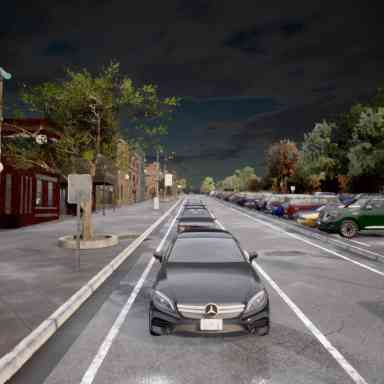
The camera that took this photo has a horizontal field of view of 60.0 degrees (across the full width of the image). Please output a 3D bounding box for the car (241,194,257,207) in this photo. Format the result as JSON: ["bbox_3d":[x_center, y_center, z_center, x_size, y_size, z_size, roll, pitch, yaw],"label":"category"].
[{"bbox_3d":[9.135,1.408,42.247,4.892,1.521,2.231,0,0,0],"label":"car"}]

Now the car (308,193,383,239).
[{"bbox_3d":[9.263,1.221,17.011,5.566,2.045,2.435,0,0,0],"label":"car"}]

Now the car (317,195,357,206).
[{"bbox_3d":[22.337,1.332,51.280,5.366,1.575,1.946,0,1,0],"label":"car"}]

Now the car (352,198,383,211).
[{"bbox_3d":[22.251,1.451,40.177,4.792,1.488,2.163,0,0,0],"label":"car"}]

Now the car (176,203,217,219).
[{"bbox_3d":[0.205,1.532,17.391,2.033,1.411,5.357,0,0,0],"label":"car"}]

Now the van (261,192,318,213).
[{"bbox_3d":[9.084,1.230,31.031,4.442,1.987,1.878,0,0,0],"label":"van"}]

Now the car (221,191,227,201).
[{"bbox_3d":[8.956,0.963,64.673,5.566,2.045,2.435,0,1,0],"label":"car"}]

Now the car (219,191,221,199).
[{"bbox_3d":[8.938,0.938,67.476,5.566,2.045,2.435,0,1,0],"label":"car"}]

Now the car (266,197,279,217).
[{"bbox_3d":[9.214,1.460,28.225,5.008,1.535,2.097,0,0,0],"label":"car"}]

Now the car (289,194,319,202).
[{"bbox_3d":[21.876,1.209,65.156,5.366,1.575,1.946,0,0,0],"label":"car"}]

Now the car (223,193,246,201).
[{"bbox_3d":[8.917,1.039,70.280,4.553,1.767,2.185,0,1,0],"label":"car"}]

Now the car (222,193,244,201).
[{"bbox_3d":[8.899,1.014,73.083,4.553,1.767,2.185,0,1,0],"label":"car"}]

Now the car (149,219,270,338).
[{"bbox_3d":[0.257,1.524,6.812,1.812,1.442,4.674,0,0,0],"label":"car"}]

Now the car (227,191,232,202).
[{"bbox_3d":[9.052,1.139,59.068,4.553,1.767,2.185,0,1,0],"label":"car"}]

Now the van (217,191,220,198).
[{"bbox_3d":[8.778,0.864,78.688,4.442,1.987,1.878,0,1,0],"label":"van"}]

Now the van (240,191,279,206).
[{"bbox_3d":[9.227,1.163,45.054,4.442,1.987,1.878,0,0,0],"label":"van"}]

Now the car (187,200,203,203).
[{"bbox_3d":[0.239,1.442,29.838,2.128,1.511,4.902,0,0,0],"label":"car"}]

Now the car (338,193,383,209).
[{"bbox_3d":[22.176,1.153,42.950,5.566,2.045,2.435,0,0,0],"label":"car"}]

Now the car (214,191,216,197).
[{"bbox_3d":[8.811,1.044,87.100,4.792,1.488,2.163,0,1,0],"label":"car"}]

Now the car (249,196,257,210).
[{"bbox_3d":[9.194,1.470,36.637,4.792,1.488,2.163,0,0,0],"label":"car"}]

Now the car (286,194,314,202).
[{"bbox_3d":[22.049,1.188,67.934,4.892,1.521,2.231,0,1,0],"label":"car"}]

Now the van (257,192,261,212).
[{"bbox_3d":[9.300,1.222,33.834,4.442,1.987,1.878,0,0,0],"label":"van"}]

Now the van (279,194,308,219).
[{"bbox_3d":[9.354,1.237,25.422,4.442,1.987,1.878,0,0,0],"label":"van"}]

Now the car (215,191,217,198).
[{"bbox_3d":[8.871,1.065,81.494,5.008,1.535,2.097,0,1,0],"label":"car"}]

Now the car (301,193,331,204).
[{"bbox_3d":[22.128,1.135,59.607,4.553,1.767,2.185,0,1,0],"label":"car"}]

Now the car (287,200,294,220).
[{"bbox_3d":[9.258,1.506,22.618,4.674,1.452,2.002,0,0,0],"label":"car"}]

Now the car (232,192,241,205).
[{"bbox_3d":[9.065,1.113,47.853,5.566,2.045,2.435,0,1,0],"label":"car"}]

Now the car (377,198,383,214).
[{"bbox_3d":[22.442,1.444,34.623,5.366,1.575,1.946,0,0,0],"label":"car"}]

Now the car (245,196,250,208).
[{"bbox_3d":[9.144,1.465,39.444,4.674,1.452,2.002,0,0,0],"label":"car"}]

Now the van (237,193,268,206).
[{"bbox_3d":[9.191,1.113,50.658,4.442,1.987,1.878,0,1,0],"label":"van"}]

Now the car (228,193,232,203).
[{"bbox_3d":[9.032,1.290,56.266,4.892,1.521,2.231,0,1,0],"label":"car"}]

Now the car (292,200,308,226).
[{"bbox_3d":[9.088,1.466,19.814,5.366,1.575,1.946,0,0,0],"label":"car"}]

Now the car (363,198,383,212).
[{"bbox_3d":[22.211,1.468,37.394,4.792,1.488,2.163,0,0,0],"label":"car"}]

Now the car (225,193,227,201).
[{"bbox_3d":[9.000,1.279,61.872,4.674,1.452,2.002,0,1,0],"label":"car"}]
